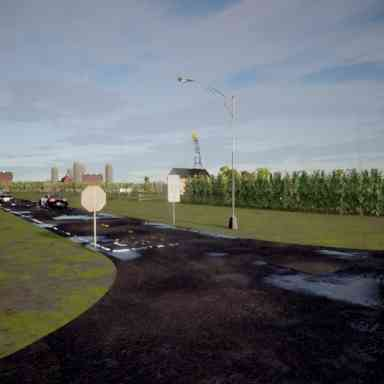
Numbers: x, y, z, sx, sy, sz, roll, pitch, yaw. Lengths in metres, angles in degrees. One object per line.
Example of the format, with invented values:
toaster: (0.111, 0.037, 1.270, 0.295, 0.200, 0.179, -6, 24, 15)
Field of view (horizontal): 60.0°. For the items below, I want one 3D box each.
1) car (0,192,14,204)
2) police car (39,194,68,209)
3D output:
car: (-25.443, 0.758, 45.159, 2.128, 1.511, 4.902, -1, 1, -36)
police car: (-14.740, 0.964, 35.183, 2.038, 1.542, 4.974, -1, 1, -36)
